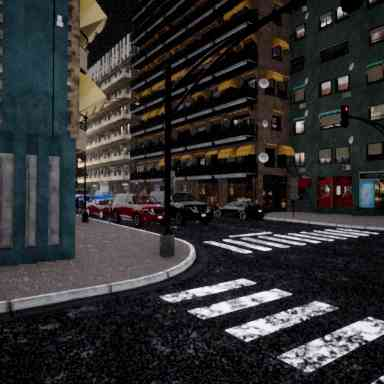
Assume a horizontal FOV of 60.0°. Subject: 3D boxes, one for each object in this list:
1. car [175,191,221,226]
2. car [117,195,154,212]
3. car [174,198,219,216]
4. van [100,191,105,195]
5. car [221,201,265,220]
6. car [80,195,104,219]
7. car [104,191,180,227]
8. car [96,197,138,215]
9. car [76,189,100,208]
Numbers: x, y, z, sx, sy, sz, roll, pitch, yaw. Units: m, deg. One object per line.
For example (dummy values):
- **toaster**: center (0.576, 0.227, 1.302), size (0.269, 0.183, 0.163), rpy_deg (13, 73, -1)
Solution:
- **car**: center (-0.941, 0.966, 21.551), size (2.150, 2.045, 5.566), rpy_deg (1, 0, -36)
- **car**: center (-5.837, 1.110, 33.797), size (1.812, 1.442, 4.674), rpy_deg (1, 0, -36)
- **car**: center (0.337, 1.288, 29.691), size (1.802, 1.307, 4.206), rpy_deg (2, 0, -36)
- **van**: center (-12.697, 0.725, 47.760), size (1.690, 1.788, 3.998), rpy_deg (2, 0, -36)
- **car**: center (3.597, 1.353, 25.174), size (1.947, 1.339, 4.313), rpy_deg (2, 0, -36)
- **car**: center (-6.480, 1.182, 24.819), size (1.887, 1.381, 4.507), rpy_deg (2, 0, -36)
- **car**: center (-3.214, 1.033, 20.302), size (2.192, 1.841, 5.009), rpy_deg (2, 0, -36)
- **car**: center (-6.762, 1.201, 29.616), size (1.895, 1.301, 4.718), rpy_deg (1, 0, -36)
- **car**: center (-12.913, 0.669, 38.171), size (2.150, 2.045, 5.566), rpy_deg (1, 0, -35)
